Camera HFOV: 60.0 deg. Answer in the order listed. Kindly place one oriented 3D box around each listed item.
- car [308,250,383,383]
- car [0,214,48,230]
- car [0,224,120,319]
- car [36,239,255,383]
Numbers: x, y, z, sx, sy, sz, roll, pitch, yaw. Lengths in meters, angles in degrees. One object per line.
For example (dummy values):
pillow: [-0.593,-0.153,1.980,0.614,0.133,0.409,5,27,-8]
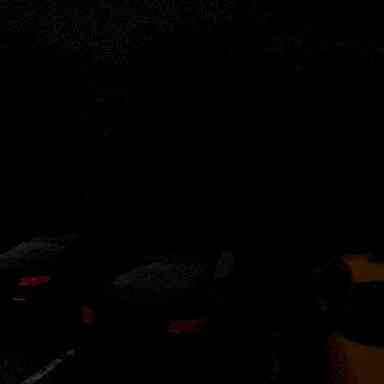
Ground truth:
car: [2.313,1.482,3.645,1.946,1.575,5.366,0,-1,16]
car: [-4.828,1.381,9.033,2.185,1.767,4.553,0,-1,17]
car: [-2.439,1.541,7.298,2.002,1.452,4.674,0,-1,17]
car: [-0.046,1.534,5.553,2.002,1.452,4.674,0,-1,16]
